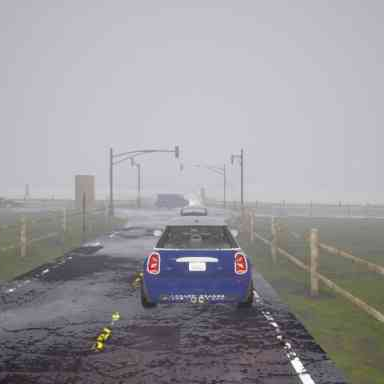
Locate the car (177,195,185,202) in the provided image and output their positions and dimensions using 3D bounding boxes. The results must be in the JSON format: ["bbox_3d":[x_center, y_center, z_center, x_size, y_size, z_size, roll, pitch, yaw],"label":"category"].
[{"bbox_3d":[-2.700,1.549,80.242,1.812,1.442,4.674,0,0,0],"label":"car"}]

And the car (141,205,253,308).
[{"bbox_3d":[0.096,1.353,8.068,2.097,1.767,4.553,0,0,0],"label":"car"}]

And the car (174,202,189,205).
[{"bbox_3d":[0.091,1.507,17.234,1.837,1.490,4.892,0,0,0],"label":"car"}]

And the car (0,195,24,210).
[{"bbox_3d":[-21.053,1.112,36.349,5.008,1.535,1.882,1,0,0],"label":"car"}]

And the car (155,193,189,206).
[{"bbox_3d":[-2.533,1.222,43.615,2.150,2.045,5.566,1,0,32],"label":"car"}]

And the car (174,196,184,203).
[{"bbox_3d":[-2.733,1.615,69.899,1.895,1.301,4.718,0,0,0],"label":"car"}]

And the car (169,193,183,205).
[{"bbox_3d":[-2.838,1.237,59.878,2.150,2.045,5.566,0,0,0],"label":"car"}]
